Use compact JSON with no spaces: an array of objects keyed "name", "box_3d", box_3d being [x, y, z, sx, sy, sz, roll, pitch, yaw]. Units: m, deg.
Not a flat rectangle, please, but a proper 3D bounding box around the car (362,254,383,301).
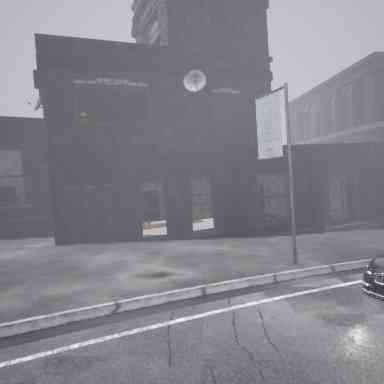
[{"name":"car","box_3d":[5.699,1.454,6.789,4.892,1.490,1.837,0,0,-24]}]
